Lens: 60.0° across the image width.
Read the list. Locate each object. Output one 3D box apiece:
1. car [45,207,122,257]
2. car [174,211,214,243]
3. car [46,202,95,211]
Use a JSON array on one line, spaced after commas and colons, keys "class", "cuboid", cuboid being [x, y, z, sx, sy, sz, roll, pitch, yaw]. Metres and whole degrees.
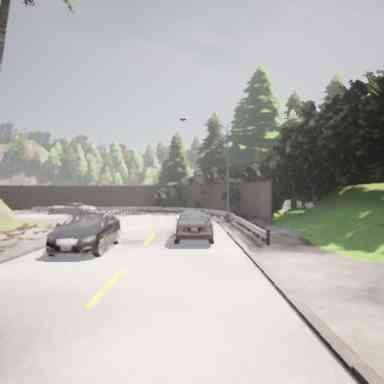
[{"class": "car", "cuboid": [-4.082, 1.551, 13.245, 2.128, 1.511, 4.902, 0, 0, 0]}, {"class": "car", "cuboid": [0.097, 1.621, 16.432, 2.033, 1.411, 5.357, 0, 0, 0]}, {"class": "car", "cuboid": [-12.812, 1.757, 35.290, 4.718, 1.301, 1.895, 0, 0, -2]}]
